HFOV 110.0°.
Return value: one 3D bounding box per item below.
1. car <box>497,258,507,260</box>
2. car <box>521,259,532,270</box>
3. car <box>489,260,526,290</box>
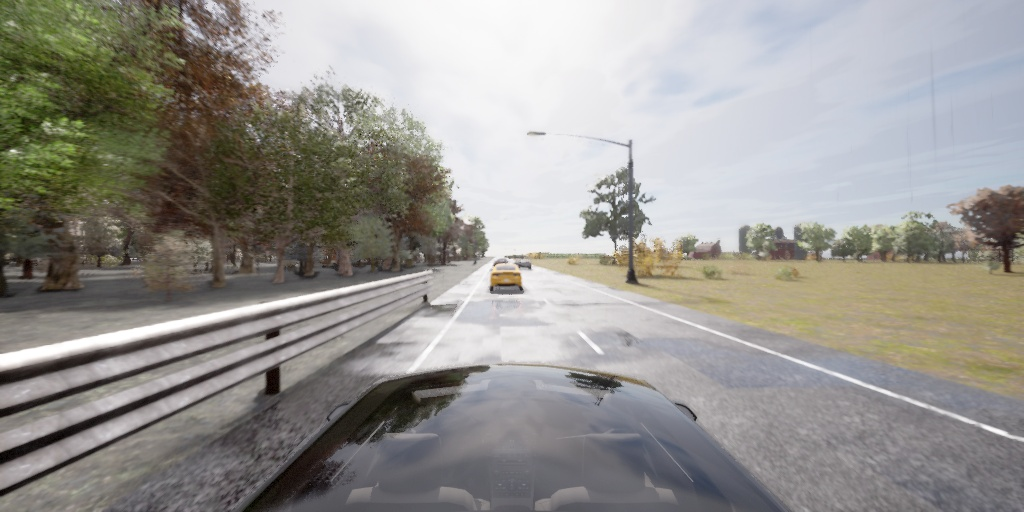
[{"bbox_3d":[-1.346,1.099,47.973,2.097,1.767,4.553,0,0,-2],"label":"car"},{"bbox_3d":[1.865,1.220,53.051,2.128,1.511,4.902,0,0,-2],"label":"car"},{"bbox_3d":[-0.392,1.230,22.478,1.882,1.535,5.008,0,0,-2],"label":"car"}]
